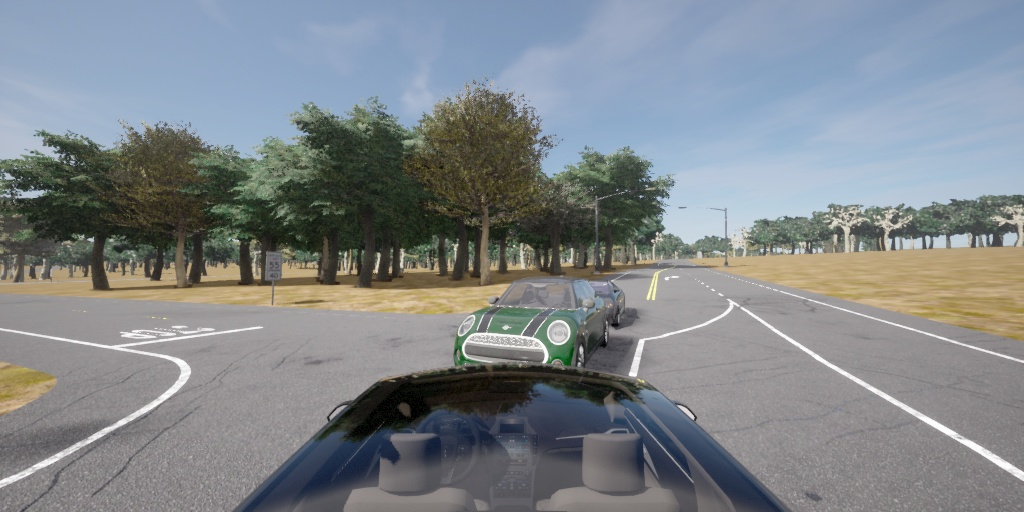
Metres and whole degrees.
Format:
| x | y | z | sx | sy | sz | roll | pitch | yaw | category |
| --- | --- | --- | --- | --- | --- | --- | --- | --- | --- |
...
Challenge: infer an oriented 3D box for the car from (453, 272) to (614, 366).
| x | y | z | sx | sy | sz | roll | pitch | yaw | category |
| --- | --- | --- | --- | --- | --- | --- | --- | --- | --- |
| 0.686 | 1.222 | 7.422 | 2.097 | 1.767 | 4.553 | -1 | -2 | 22 | car |

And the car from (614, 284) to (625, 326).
| x | y | z | sx | sy | sz | roll | pitch | yaw | category |
| --- | --- | --- | --- | --- | --- | --- | --- | --- | --- |
| 2.913 | 1.554 | 12.854 | 1.994 | 1.385 | 4.181 | -2 | 0 | 22 | car |
